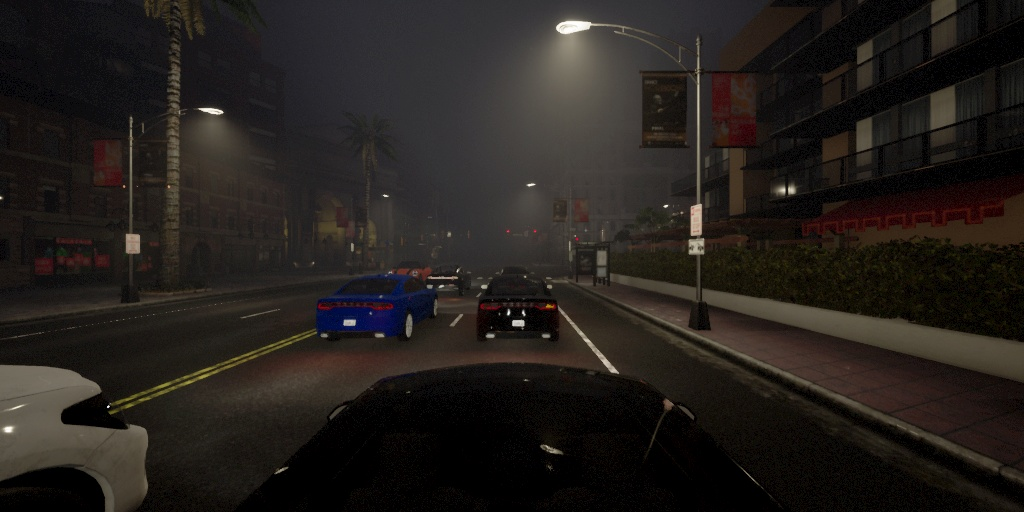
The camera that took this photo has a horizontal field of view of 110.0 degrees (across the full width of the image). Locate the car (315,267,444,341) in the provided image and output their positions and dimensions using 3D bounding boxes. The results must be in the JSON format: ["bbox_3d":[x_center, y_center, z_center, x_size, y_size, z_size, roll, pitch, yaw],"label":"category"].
[{"bbox_3d":[-3.360,1.228,9.883,1.882,1.535,5.008,0,0,0],"label":"car"}]

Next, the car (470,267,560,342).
[{"bbox_3d":[0.135,1.228,9.848,1.882,1.535,5.008,0,0,0],"label":"car"}]

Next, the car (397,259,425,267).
[{"bbox_3d":[-6.916,1.101,24.523,2.097,1.767,4.553,0,0,0],"label":"car"}]

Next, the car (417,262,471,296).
[{"bbox_3d":[-3.334,1.242,19.388,2.128,1.511,4.902,0,0,0],"label":"car"}]
